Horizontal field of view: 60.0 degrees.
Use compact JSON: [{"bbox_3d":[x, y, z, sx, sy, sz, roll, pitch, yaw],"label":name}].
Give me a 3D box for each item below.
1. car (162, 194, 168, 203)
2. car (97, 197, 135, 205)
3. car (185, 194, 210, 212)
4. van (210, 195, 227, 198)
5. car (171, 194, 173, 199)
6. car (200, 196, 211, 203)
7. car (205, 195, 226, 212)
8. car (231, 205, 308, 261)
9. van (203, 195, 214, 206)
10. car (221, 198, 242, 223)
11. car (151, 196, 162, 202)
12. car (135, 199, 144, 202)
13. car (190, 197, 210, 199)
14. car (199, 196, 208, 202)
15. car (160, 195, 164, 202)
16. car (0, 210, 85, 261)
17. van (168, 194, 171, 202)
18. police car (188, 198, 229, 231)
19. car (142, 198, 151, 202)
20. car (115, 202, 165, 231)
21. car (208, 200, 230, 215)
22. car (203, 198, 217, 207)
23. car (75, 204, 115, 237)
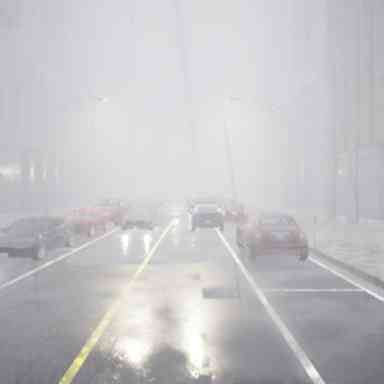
[{"bbox_3d":[-5.772,1.471,57.414,1.967,1.590,4.097,0,0,0],"label":"car"},{"bbox_3d":[-5.764,1.327,23.596,2.192,1.841,5.009,0,0,0],"label":"car"},{"bbox_3d":[0.642,1.371,36.558,2.097,1.767,4.553,0,0,-5],"label":"car"},{"bbox_3d":[2.759,1.356,29.244,1.690,1.788,3.998,0,0,0],"label":"van"},{"bbox_3d":[-5.776,1.566,74.153,1.752,1.417,4.829,0,0,0],"label":"car"},{"bbox_3d":[2.750,1.604,68.701,1.947,1.339,4.313,0,0,0],"label":"car"},{"bbox_3d":[2.757,1.337,40.518,2.192,1.841,5.009,0,0,0],"label":"car"},{"bbox_3d":[2.763,1.447,12.334,1.967,1.590,4.097,0,0,0],"label":"car"},{"bbox_3d":[2.753,1.372,57.428,1.690,1.788,3.998,0,0,0],"label":"van"},{"bbox_3d":[2.760,1.452,23.607,1.967,1.590,4.097,0,0,0],"label":"car"},{"bbox_3d":[-5.770,1.575,46.142,2.008,1.369,4.403,0,0,0],"label":"car"},{"bbox_3d":[-5.767,1.581,29.233,1.947,1.339,4.313,0,0,0],"label":"car"},{"bbox_3d":[0.893,1.521,30.678,1.837,1.490,4.892,0,0,0],"label":"car"},{"bbox_3d":[2.747,1.590,79.975,1.887,1.381,4.507,0,0,0],"label":"car"},{"bbox_3d":[-5.771,1.553,51.608,1.752,1.417,4.829,0,0,0],"label":"car"},{"bbox_3d":[-5.763,1.572,12.324,1.947,1.339,4.313,0,0,0],"label":"car"},{"bbox_3d":[-5.774,1.378,68.687,1.690,1.788,3.998,0,0,0],"label":"van"},{"bbox_3d":[0.895,1.436,20.788,1.930,1.638,5.238,0,0,0],"label":"police car"},{"bbox_3d":[-5.767,1.458,34.870,1.967,1.590,4.097,0,0,0],"label":"car"},{"bbox_3d":[-3.106,1.558,20.808,2.033,1.411,5.357,0,0,0],"label":"car"},{"bbox_3d":[2.757,1.563,34.881,1.887,1.381,4.507,0,0,0],"label":"car"},{"bbox_3d":[2.754,1.594,51.791,1.947,1.339,4.313,0,0,0],"label":"car"},{"bbox_3d":[-5.764,1.554,17.960,1.887,1.381,4.507,0,0,0],"label":"car"}]
